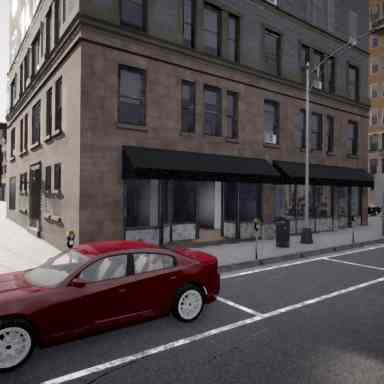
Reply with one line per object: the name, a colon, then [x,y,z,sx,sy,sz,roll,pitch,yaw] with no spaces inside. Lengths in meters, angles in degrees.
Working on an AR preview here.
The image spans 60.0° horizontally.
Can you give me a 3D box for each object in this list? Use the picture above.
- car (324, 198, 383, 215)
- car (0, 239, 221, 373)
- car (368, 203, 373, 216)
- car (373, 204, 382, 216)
car: [16.242,1.411,33.322,2.033,1.411,5.357,1,0,-35]
car: [-1.564,1.545,5.638,4.507,1.381,1.887,0,1,-35]
car: [14.477,1.443,30.170,1.895,1.301,4.718,1,0,-35]
car: [7.154,1.224,8.453,5.566,2.045,2.150,0,0,-35]
